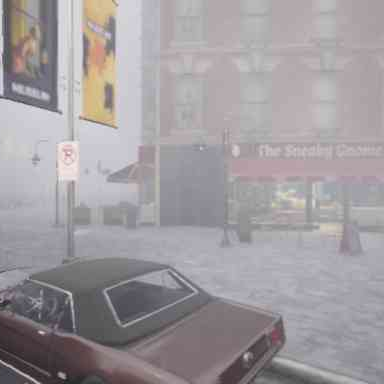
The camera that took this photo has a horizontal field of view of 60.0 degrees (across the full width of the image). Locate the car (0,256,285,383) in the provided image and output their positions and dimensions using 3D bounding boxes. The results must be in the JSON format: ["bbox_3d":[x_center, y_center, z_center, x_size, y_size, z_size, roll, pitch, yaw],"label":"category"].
[{"bbox_3d":[-1.400,1.545,4.295,4.718,1.301,1.895,1,1,34],"label":"car"}]
